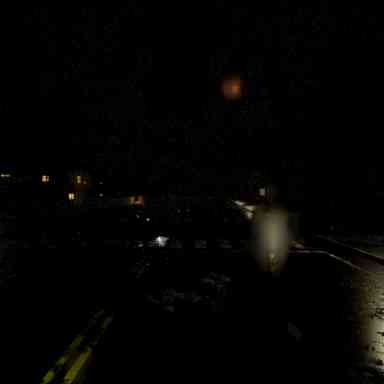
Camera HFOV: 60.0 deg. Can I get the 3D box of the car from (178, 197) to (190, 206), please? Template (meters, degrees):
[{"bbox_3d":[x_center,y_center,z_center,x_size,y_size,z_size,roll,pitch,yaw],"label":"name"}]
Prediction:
[{"bbox_3d":[-1.332,1.646,57.264,1.837,1.490,4.892,0,0,4],"label":"car"}]

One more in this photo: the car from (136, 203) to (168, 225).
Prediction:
[{"bbox_3d":[-2.861,1.589,24.578,1.837,1.490,4.892,0,0,2],"label":"car"}]
